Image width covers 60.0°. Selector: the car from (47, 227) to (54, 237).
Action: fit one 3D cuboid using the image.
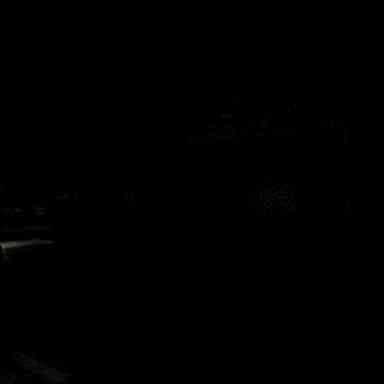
[{"bbox_3d":[-7.645,2.363,23.343,2.128,1.511,4.902,-2,-2,36],"label":"car"}]
